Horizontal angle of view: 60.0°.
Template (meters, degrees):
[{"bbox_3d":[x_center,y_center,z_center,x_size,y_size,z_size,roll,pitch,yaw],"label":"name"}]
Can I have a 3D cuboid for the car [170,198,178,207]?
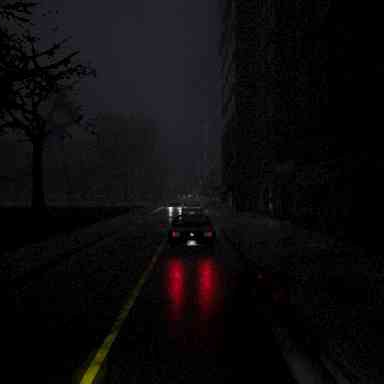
[{"bbox_3d":[-2.500,1.613,52.653,1.812,1.442,4.674,0,0,0],"label":"car"}]

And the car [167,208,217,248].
[{"bbox_3d":[0.000,1.615,14.681,1.895,1.301,4.718,0,0,0],"label":"car"}]

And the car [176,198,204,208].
[{"bbox_3d":[0.000,1.506,29.651,2.128,1.511,4.902,0,0,0],"label":"car"}]
